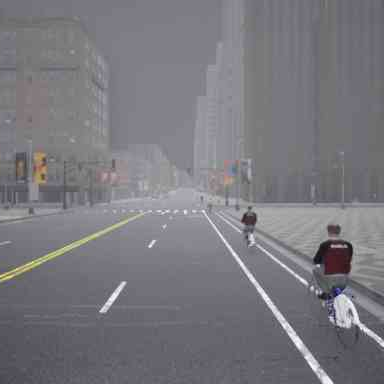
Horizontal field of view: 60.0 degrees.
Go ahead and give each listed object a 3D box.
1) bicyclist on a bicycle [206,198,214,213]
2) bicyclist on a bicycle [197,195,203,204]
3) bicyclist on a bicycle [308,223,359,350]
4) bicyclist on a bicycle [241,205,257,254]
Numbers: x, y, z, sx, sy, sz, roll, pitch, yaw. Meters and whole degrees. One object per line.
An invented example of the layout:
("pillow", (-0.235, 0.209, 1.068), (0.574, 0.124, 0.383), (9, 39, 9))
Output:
("bicyclist on a bicycle", (1.966, 1.471, 36.112), (0.866, 1.612, 1.509), (0, 0, 0))
("bicyclist on a bicycle", (1.772, 1.457, 60.656), (0.659, 1.776, 1.843), (0, 0, 0))
("bicyclist on a bicycle", (2.209, 1.373, 5.375), (0.659, 1.776, 1.843), (0, 0, 0))
("bicyclist on a bicycle", (2.152, 1.377, 12.611), (0.659, 1.776, 1.843), (0, 0, 0))
